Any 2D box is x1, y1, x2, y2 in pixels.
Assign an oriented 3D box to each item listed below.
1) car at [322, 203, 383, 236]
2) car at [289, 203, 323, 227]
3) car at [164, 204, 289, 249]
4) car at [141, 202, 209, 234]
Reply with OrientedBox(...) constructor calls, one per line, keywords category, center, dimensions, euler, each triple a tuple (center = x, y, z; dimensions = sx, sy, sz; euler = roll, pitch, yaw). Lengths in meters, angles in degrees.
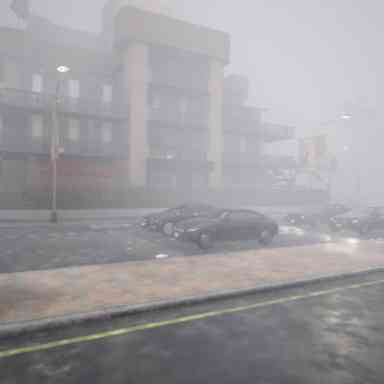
OrientedBox(category="car", center=(9.525, 1.440, 17.945), dimensions=(4.674, 1.442, 1.812), euler=(0, 1, -28))
OrientedBox(category="car", center=(8.460, 1.405, 21.340), dimensions=(5.357, 1.411, 2.033), euler=(0, 1, -27))
OrientedBox(category="car", center=(1.488, 1.375, 13.715), dimensions=(4.674, 1.442, 1.812), euler=(0, 1, -27))
OrientedBox(category="car", center=(-0.158, 1.293, 16.795), dimensions=(4.892, 1.490, 1.837), euler=(0, 1, -28))
